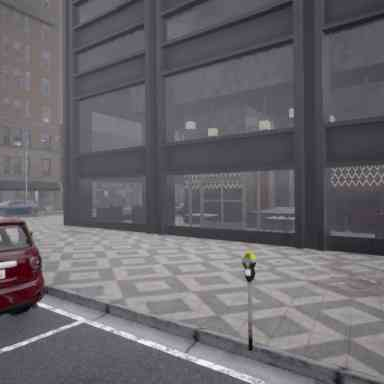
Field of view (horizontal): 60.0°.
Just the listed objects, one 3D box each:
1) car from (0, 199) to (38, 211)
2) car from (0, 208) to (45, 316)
[{"bbox_3d":[-17.543,1.527,32.333,2.097,1.767,4.553,-1,-1,36],"label":"car"},{"bbox_3d":[-4.828,1.317,6.295,5.009,1.841,2.192,0,-1,35],"label":"car"}]
